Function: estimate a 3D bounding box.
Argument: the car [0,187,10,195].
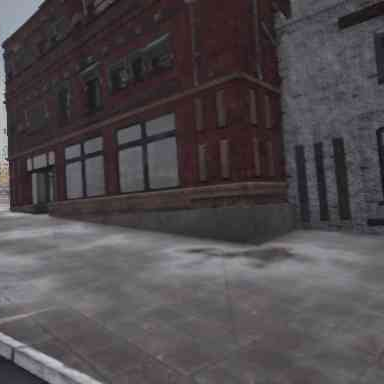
[{"bbox_3d":[-38.027,0.031,64.826,2.150,2.045,5.566,-5,2,7],"label":"car"}]
